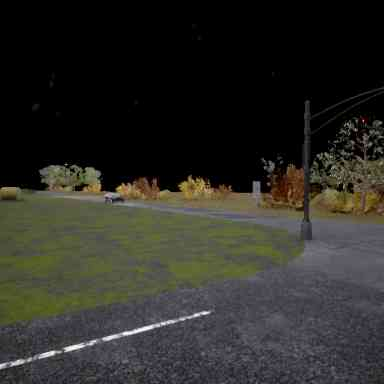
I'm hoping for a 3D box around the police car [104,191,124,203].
[{"bbox_3d":[-11.649,0.744,49.721,1.930,1.638,5.238,1,0,-32],"label":"police car"}]
